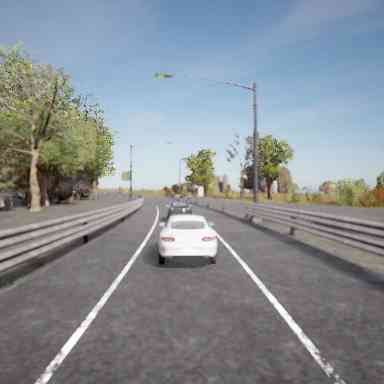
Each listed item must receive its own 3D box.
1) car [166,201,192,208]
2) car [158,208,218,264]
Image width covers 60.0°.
[{"bbox_3d":[-1.027,1.430,26.670,2.128,1.511,4.902,0,0,-4],"label":"car"},{"bbox_3d":[-0.184,1.502,11.673,1.812,1.442,4.674,0,0,-2],"label":"car"}]
